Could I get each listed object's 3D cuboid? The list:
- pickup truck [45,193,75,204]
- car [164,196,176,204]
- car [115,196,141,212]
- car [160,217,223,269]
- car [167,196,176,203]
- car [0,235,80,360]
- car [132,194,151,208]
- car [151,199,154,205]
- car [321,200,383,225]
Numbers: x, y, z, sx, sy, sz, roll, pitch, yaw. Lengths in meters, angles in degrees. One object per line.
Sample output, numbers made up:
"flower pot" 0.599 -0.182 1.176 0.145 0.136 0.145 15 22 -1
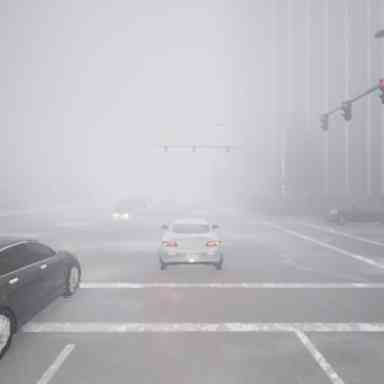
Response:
"pickup truck" -24.648 1.186 61.745 2.390 2.098 6.274 0 0 30
"car" -4.587 1.680 66.680 2.033 1.411 5.357 0 0 -1
"car" -7.817 1.571 39.448 2.128 1.511 4.902 0 0 -1
"car" -0.056 1.548 11.125 1.812 1.442 4.674 0 0 -1
"car" -4.736 1.678 77.186 1.812 1.442 4.674 0 0 -1
"car" -3.467 1.518 5.771 1.837 1.490 4.892 0 0 -1
"car" -7.937 1.321 49.341 2.150 2.045 5.566 0 0 -1
"car" -8.002 1.683 59.458 1.994 1.385 4.181 0 0 0
"car" 11.770 1.398 23.974 4.553 1.767 2.097 0 0 0
